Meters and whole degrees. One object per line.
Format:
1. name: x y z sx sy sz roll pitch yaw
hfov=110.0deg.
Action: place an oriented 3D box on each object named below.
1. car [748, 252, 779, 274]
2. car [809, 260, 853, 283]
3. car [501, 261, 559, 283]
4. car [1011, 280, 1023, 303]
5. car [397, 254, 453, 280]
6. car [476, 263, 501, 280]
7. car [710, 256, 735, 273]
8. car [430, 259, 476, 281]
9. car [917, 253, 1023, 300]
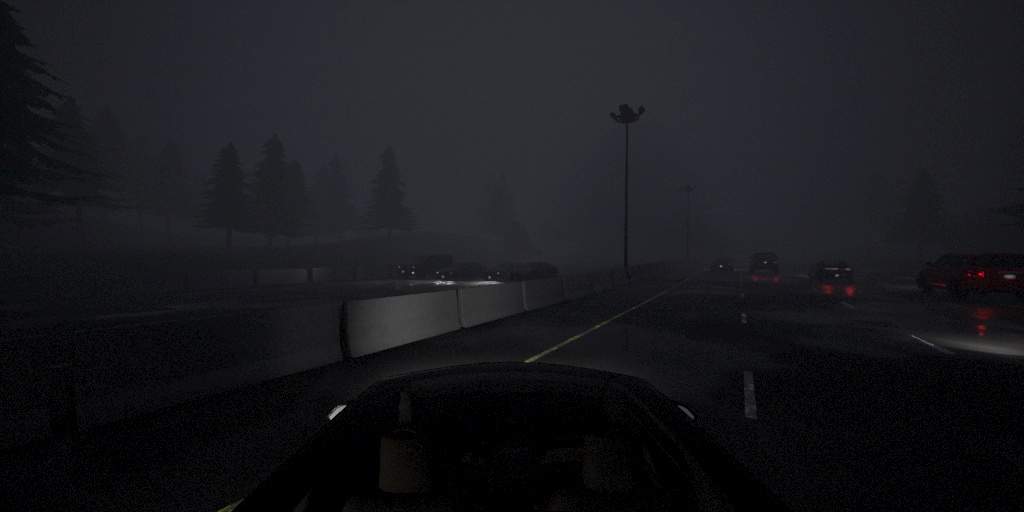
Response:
1. car: 24.341 0.627 34.684 2.150 2.045 5.566 0 1 32
2. car: 22.841 1.033 25.789 2.128 1.511 4.902 0 1 32
3. car: 1.554 1.140 25.256 1.882 1.535 5.008 0 1 33
4. car: 9.333 1.253 4.494 1.837 1.490 4.892 0 0 32
5. car: -7.240 0.875 31.000 2.150 2.045 5.566 0 1 32
6. car: -0.251 1.188 28.939 2.033 1.411 5.357 0 1 33
7. car: 21.757 0.955 37.149 1.994 1.385 4.181 0 1 33
8. car: -3.882 1.197 29.758 2.033 1.411 5.357 0 1 32
9. car: 21.000 0.871 16.352 2.150 2.045 5.566 0 1 32
